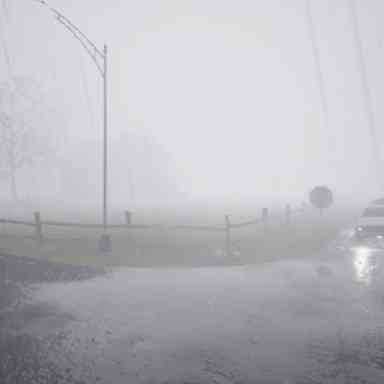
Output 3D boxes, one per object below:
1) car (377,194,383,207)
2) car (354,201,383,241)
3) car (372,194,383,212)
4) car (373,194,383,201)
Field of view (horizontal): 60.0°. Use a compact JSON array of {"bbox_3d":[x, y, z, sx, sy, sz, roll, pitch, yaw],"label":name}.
[{"bbox_3d":[23.920,0.953,40.761,2.033,1.411,5.357,-1,0,31],"label":"car"},{"bbox_3d":[8.620,1.327,15.185,2.033,1.411,5.357,-1,0,31],"label":"car"},{"bbox_3d":[18.464,1.029,31.662,2.128,1.511,4.902,-1,0,31],"label":"car"},{"bbox_3d":[13.579,1.135,23.496,1.882,1.535,5.008,-1,0,30],"label":"car"}]
